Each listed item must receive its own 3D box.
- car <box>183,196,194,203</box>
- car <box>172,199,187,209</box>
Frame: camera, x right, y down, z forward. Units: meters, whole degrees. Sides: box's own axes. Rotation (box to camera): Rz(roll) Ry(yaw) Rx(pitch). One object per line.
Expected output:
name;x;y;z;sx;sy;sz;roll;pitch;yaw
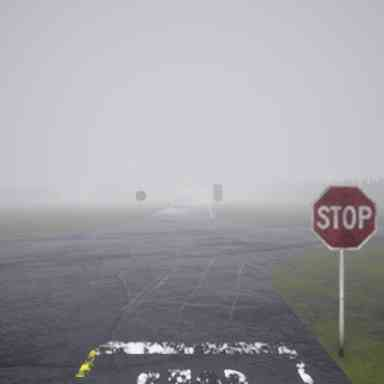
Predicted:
car;-0.614;1.434;66.990;1.895;1.301;4.718;0;0;4
car;-1.694;1.598;46.081;1.895;1.301;4.718;0;0;2
